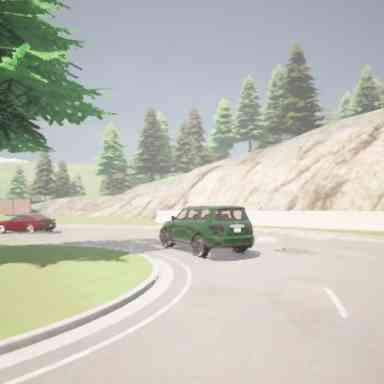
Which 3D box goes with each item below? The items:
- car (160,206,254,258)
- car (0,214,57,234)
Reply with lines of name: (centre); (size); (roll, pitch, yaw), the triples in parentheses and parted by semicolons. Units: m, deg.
car: (0.473, 1.631, 15.030); (2.150, 2.045, 5.566); (1, -2, -28)
car: (-13.154, 2.480, 26.547); (5.008, 1.535, 1.882); (-2, -2, 23)
